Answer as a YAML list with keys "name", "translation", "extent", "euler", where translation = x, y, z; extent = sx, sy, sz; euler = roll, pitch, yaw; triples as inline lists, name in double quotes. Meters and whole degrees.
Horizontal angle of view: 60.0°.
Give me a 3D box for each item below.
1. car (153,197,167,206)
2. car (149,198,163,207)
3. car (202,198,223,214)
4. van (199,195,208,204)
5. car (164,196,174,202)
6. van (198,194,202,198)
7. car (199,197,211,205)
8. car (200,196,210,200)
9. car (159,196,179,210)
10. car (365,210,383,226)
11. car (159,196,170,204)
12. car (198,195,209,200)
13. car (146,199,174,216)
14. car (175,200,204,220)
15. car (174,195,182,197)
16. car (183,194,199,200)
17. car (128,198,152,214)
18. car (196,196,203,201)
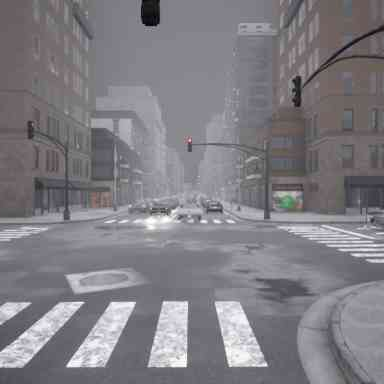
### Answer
- name: "car"
  translation: [-5.617, 1.634, 58.140]
  extent: [2.008, 1.369, 4.403]
  euler: [0, 0, 0]
- name: "car"
  translation: [-5.628, 1.653, 52.629]
  extent: [1.802, 1.307, 4.206]
  euler: [0, 0, 0]
- name: "car"
  translation: [2.364, 1.606, 36.081]
  extent: [1.947, 1.339, 4.313]
  euler: [0, 0, 0]
- name: "van"
  translation: [2.429, 1.453, 69.146]
  extent: [1.690, 1.788, 3.998]
  euler: [0, 0, 0]
- name: "car"
  translation: [-5.574, 1.695, 80.183]
  extent: [2.008, 1.369, 4.403]
  euler: [0, 0, 0]
- name: "van"
  translation: [2.408, 1.424, 58.125]
  extent: [1.690, 1.788, 3.998]
  euler: [0, 0, 0]
- name: "car"
  translation: [2.418, 1.647, 63.635]
  extent: [2.008, 1.369, 4.403]
  euler: [0, 0, 0]
- name: "car"
  translation: [2.386, 1.641, 47.103]
  extent: [1.802, 1.307, 4.206]
  euler: [0, 0, 0]
- name: "car"
  translation: [-3.105, 1.617, 43.438]
  extent: [1.994, 1.385, 4.181]
  euler: [0, 0, 1]
- name: "car"
  translation: [13.384, 1.442, 20.591]
  extent: [4.902, 1.511, 2.128]
  euler: [0, 0, 0]
- name: "car"
  translation: [-5.596, 1.552, 69.162]
  extent: [1.967, 1.590, 4.097]
  euler: [0, 0, 0]
- name: "car"
  translation: [2.397, 1.637, 52.614]
  extent: [1.947, 1.339, 4.313]
  euler: [0, 0, 0]
- name: "car"
  translation: [-3.129, 1.637, 33.460]
  extent: [1.895, 1.301, 4.718]
  euler: [0, 0, 0]
- name: "car"
  translation: [-0.160, 1.629, 28.718]
  extent: [1.895, 1.301, 4.718]
  euler: [0, 0, 1]
- name: "car"
  translation: [-3.078, 1.637, 53.397]
  extent: [1.994, 1.385, 4.181]
  euler: [0, 0, 0]
- name: "car"
  translation: [-0.121, 1.585, 62.820]
  extent: [2.128, 1.511, 4.902]
  euler: [0, 0, 0]
- name: "car"
  translation: [-5.661, 1.480, 36.098]
  extent: [1.967, 1.590, 4.097]
  euler: [0, 0, 0]
- name: "car"
  translation: [2.061, 1.698, 90.050]
  extent: [1.812, 1.442, 4.674]
  euler: [0, 0, 0]
